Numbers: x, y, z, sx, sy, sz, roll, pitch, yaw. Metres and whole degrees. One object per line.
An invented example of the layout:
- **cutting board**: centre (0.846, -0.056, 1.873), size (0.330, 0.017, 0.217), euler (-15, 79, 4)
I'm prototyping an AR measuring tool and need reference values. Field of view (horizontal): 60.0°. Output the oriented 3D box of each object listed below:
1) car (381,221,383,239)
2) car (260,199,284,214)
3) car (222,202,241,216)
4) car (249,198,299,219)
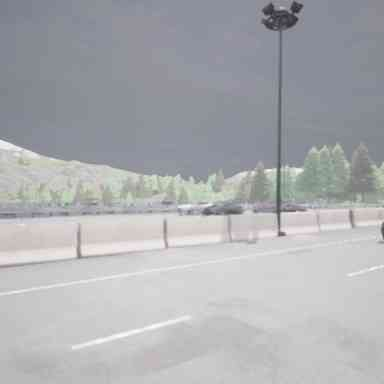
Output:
- **car**: centre (10.687, 1.575, 15.686), size (4.674, 1.442, 1.812), euler (0, 0, -36)
- **car**: centre (6.978, 1.557, 26.163), size (4.902, 1.511, 2.128), euler (1, 0, -35)
- **car**: centre (3.072, 1.630, 31.974), size (4.181, 1.385, 1.994), euler (1, 0, -35)
- **car**: centre (7.679, 1.445, 30.959), size (4.553, 1.767, 2.097), euler (1, 0, -35)
